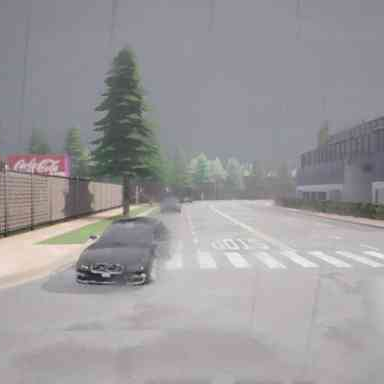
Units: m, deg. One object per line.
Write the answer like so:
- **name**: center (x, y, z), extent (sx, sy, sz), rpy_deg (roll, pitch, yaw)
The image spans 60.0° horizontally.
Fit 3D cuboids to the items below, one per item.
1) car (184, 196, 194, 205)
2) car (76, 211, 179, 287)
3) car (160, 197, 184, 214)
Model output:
- **car**: center (-1.190, 1.494, 60.105), extent (1.994, 1.385, 4.181), rpy_deg (0, 0, 21)
- **car**: center (-1.692, 1.563, 9.735), extent (1.837, 1.490, 4.892), rpy_deg (1, 1, 5)
- **car**: center (-2.197, 1.350, 35.369), extent (2.097, 1.767, 4.553), rpy_deg (0, 0, -2)
